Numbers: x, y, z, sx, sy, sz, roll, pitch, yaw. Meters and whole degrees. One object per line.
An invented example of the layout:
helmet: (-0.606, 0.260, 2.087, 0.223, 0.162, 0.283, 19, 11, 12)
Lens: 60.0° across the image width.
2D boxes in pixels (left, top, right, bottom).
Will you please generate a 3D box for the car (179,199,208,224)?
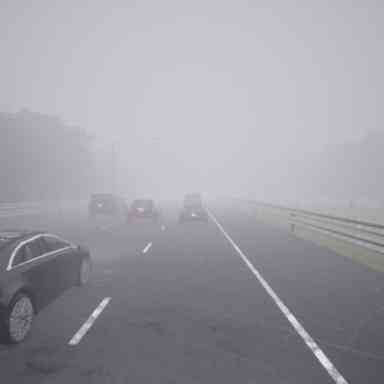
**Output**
car: (0.095, 1.475, 23.766, 1.994, 1.385, 4.181, 0, 0, 0)

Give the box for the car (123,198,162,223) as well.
car: (-3.405, 1.262, 24.455, 2.097, 1.767, 4.553, 0, 0, 0)

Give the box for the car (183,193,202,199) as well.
car: (0.100, 1.088, 41.285, 2.150, 2.045, 5.566, 0, 0, 0)

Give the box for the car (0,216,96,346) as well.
car: (-3.402, 1.465, 6.282, 2.128, 1.511, 4.902, 0, 0, 0)

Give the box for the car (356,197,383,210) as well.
car: (23.307, 1.477, 42.741, 1.801, 1.575, 5.366, 0, 0, -21)

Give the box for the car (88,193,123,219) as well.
car: (-6.917, 1.125, 27.736, 2.150, 2.045, 5.566, 0, 0, 0)
